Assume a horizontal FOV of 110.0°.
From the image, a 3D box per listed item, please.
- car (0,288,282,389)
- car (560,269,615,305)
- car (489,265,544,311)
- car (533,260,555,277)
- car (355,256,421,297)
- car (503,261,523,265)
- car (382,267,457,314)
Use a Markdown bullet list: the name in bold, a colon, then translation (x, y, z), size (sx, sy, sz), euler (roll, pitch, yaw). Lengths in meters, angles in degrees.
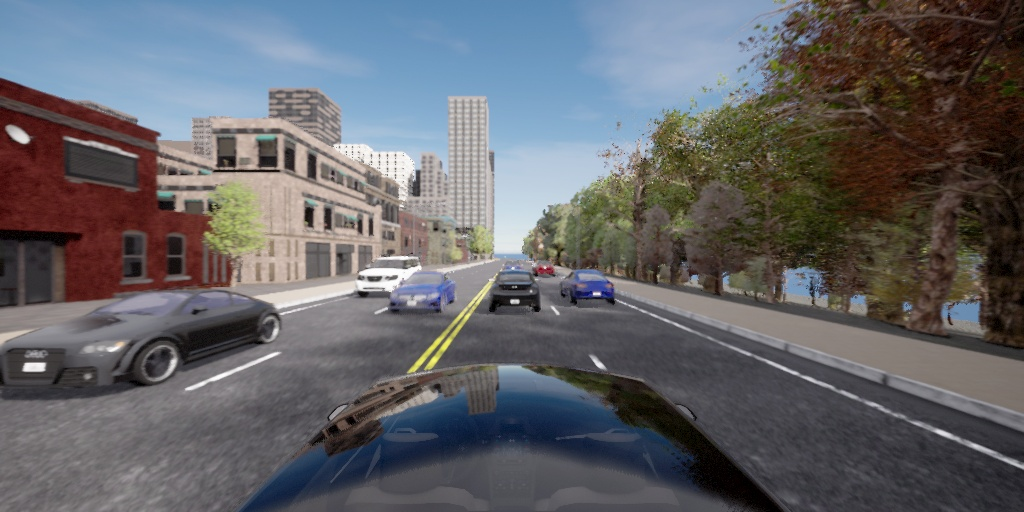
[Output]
- **car**: translation (-6.504, 1.336, 6.876), size (1.994, 1.385, 4.181), euler (0, 0, 0)
- **car**: translation (3.350, 1.337, 16.435), size (1.812, 1.442, 4.674), euler (0, 0, 0)
- **car**: translation (0.099, 1.311, 14.680), size (1.837, 1.490, 4.892), euler (0, 0, 0)
- **car**: translation (3.344, 1.252, 38.500), size (2.097, 1.767, 4.553), euler (0, 0, 0)
- **car**: translation (-6.554, 1.044, 19.863), size (2.150, 2.045, 5.566), euler (0, 0, 1)
- **car**: translation (0.095, 1.245, 36.720), size (2.097, 1.767, 4.553), euler (0, 0, 0)
- **car**: translation (-3.333, 1.329, 14.291), size (1.812, 1.442, 4.674), euler (0, 0, 0)
